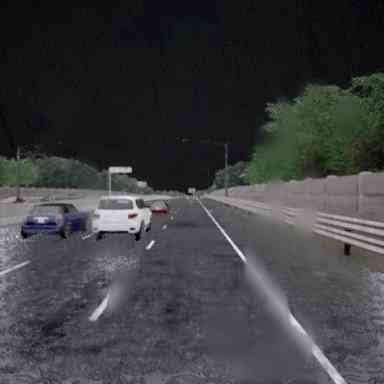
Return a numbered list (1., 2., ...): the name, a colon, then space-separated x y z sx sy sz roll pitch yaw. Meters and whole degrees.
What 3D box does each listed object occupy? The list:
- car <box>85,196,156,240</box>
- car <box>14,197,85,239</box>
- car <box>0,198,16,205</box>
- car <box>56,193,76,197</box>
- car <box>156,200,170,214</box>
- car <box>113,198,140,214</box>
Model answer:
1. car: -3.396 1.212 17.067 2.150 2.045 5.566 0 0 0
2. car: -6.898 1.343 17.332 2.097 1.767 4.553 0 0 0
3. car: -24.557 1.493 45.695 1.812 1.442 4.674 0 0 0
4. car: -17.567 1.192 45.821 2.150 2.045 5.566 0 0 0
5. car: -3.394 1.541 34.552 1.994 1.385 4.181 0 0 0
6. car: -6.895 1.454 35.391 1.882 1.535 5.008 0 0 0
